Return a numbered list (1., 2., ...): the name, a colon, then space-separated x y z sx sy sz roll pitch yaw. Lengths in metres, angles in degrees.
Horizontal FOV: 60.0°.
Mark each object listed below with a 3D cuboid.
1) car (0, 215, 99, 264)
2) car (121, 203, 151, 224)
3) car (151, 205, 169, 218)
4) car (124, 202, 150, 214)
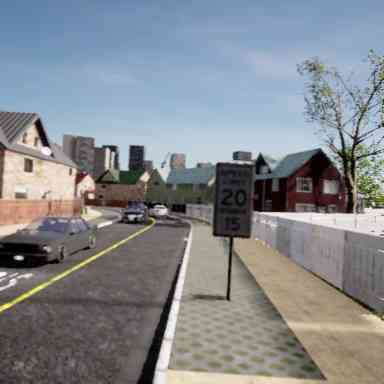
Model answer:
1. car: -4.991 1.600 12.376 2.033 1.411 5.357 3 -1 1
2. car: -5.026 1.919 29.101 2.128 1.511 4.902 3 -2 -4
3. car: -3.981 2.320 39.722 1.812 1.442 4.674 4 -2 -17
4. car: -8.300 2.346 49.807 2.128 1.511 4.902 4 -2 -31
